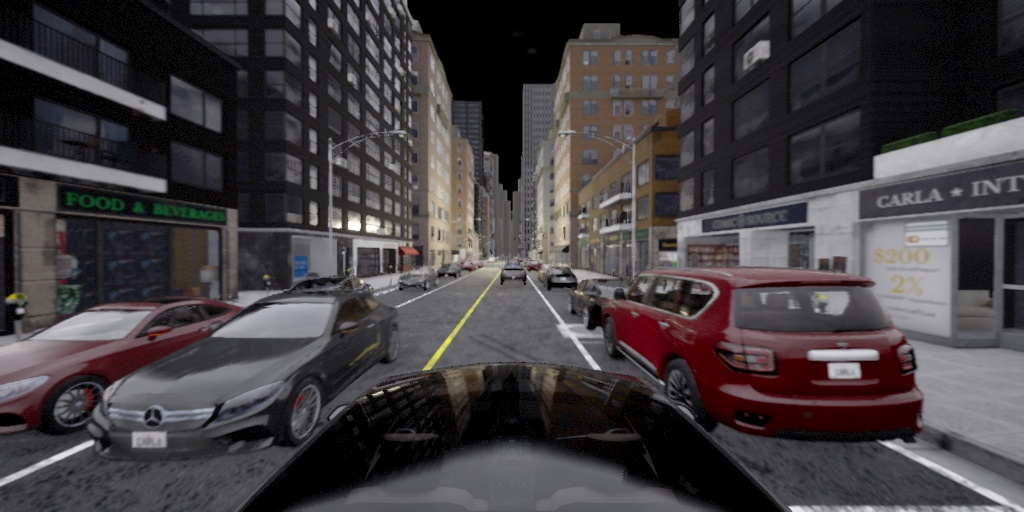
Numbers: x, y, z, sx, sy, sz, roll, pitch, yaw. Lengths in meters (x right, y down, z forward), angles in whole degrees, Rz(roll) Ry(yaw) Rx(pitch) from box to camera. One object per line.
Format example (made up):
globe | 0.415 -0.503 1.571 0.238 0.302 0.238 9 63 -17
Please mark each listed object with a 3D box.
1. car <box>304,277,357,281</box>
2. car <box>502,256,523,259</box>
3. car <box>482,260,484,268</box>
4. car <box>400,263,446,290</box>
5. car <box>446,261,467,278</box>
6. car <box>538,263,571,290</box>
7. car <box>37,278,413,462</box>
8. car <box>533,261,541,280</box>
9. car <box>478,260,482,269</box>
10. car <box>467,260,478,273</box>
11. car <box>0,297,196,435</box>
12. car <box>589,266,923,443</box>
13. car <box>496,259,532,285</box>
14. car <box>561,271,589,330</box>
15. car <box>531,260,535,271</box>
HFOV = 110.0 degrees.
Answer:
car | -5.666 1.316 10.975 1.948 1.339 4.313 0 0 0
car | 0.114 1.099 46.319 2.097 1.767 4.553 0 0 0
car | -5.652 1.290 55.221 1.888 1.381 4.507 0 0 0
car | -5.662 1.301 22.036 2.007 1.370 4.403 0 0 0
car | -5.659 1.315 33.098 1.948 1.339 4.313 0 0 0
car | 2.863 1.315 22.047 1.948 1.339 4.313 0 0 0
car | -3.091 1.277 5.380 1.812 1.442 4.674 0 1 0
car | 2.865 1.274 27.746 1.751 1.417 4.829 0 0 0
car | -5.653 1.297 49.690 2.007 1.370 4.403 0 0 0
car | -5.655 1.292 44.159 1.888 1.381 4.507 0 0 0
car | -5.668 1.332 5.444 1.802 1.307 4.207 0 0 0
car | 2.858 1.064 5.459 2.192 1.841 5.009 0 0 0
car | 0.108 1.242 26.455 2.128 1.511 4.902 0 0 0
car | 2.860 1.315 10.989 1.948 1.339 4.313 0 0 0
car | 2.870 1.291 44.165 1.888 1.381 4.507 0 0 0
